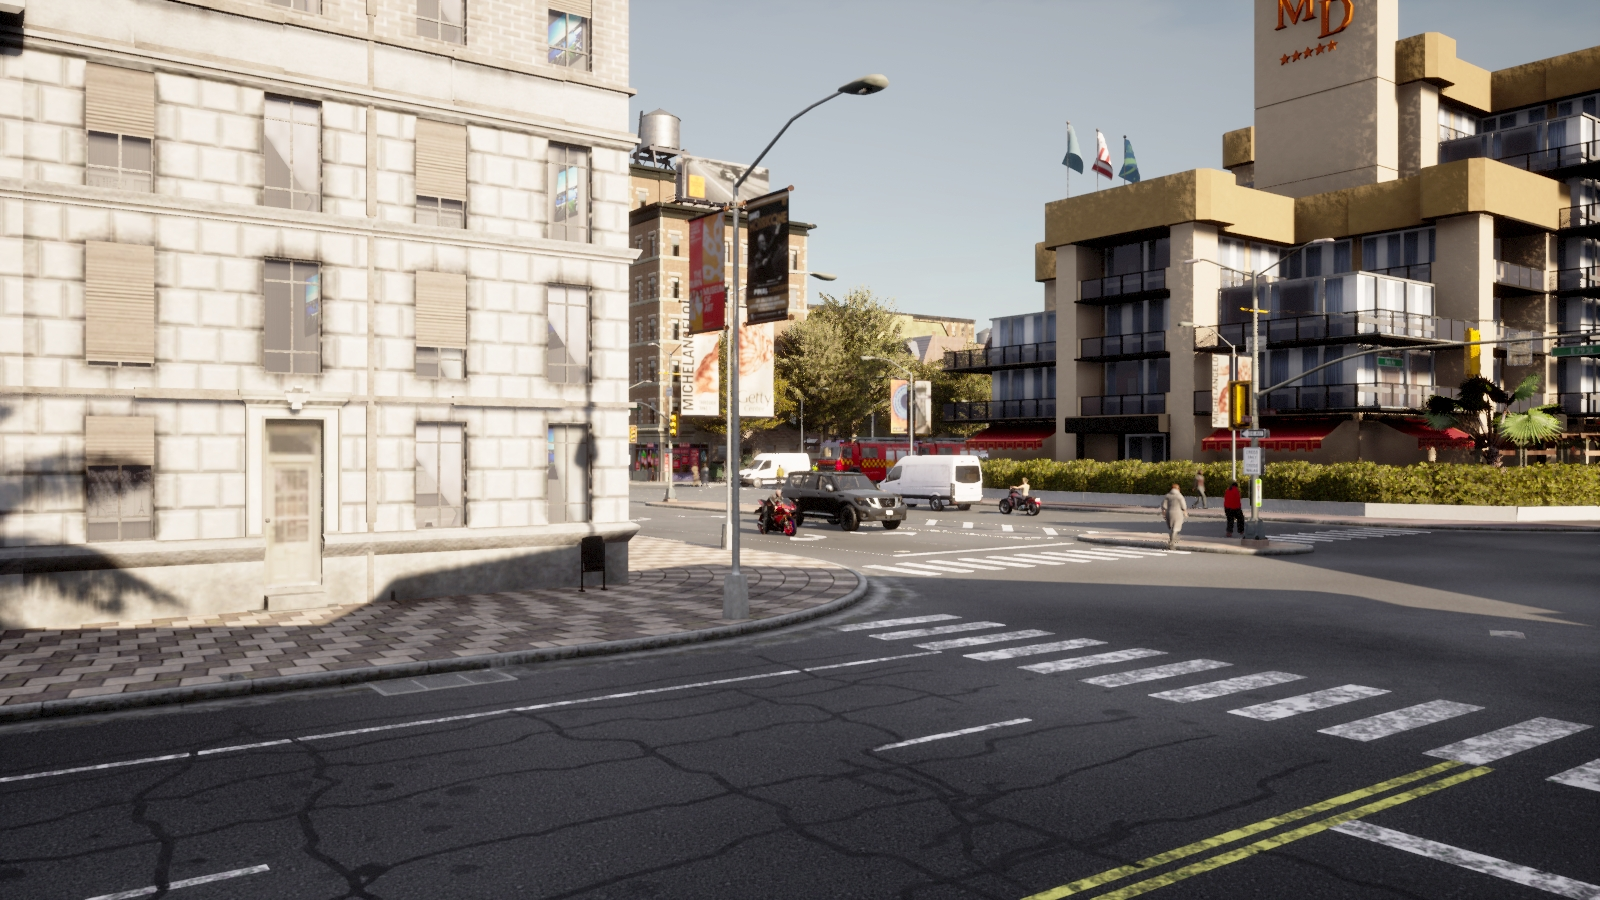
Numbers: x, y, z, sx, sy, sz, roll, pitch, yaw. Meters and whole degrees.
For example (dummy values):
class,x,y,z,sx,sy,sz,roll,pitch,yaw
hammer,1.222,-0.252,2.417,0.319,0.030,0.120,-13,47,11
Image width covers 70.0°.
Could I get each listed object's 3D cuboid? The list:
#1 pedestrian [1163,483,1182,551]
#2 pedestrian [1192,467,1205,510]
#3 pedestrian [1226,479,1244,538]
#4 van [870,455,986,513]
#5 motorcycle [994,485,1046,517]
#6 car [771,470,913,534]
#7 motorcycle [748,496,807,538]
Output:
class,x,y,z,sx,sy,sz,roll,pitch,yaw
pedestrian,10.362,1.849,31.786,0.375,1.860,0.375,0,0,44
pedestrian,17.587,1.696,50.385,0.375,1.860,0.375,0,0,-33
pedestrian,13.890,1.848,36.497,0.375,1.860,0.375,0,0,-36
van,5.947,1.534,54.072,1.988,2.561,5.915,0,0,-36
motorcycle,9.406,2.170,48.968,0.764,1.277,2.356,0,0,-34
car,1.410,1.779,41.176,2.150,2.045,5.566,0,0,-35
motorcycle,-0.756,2.205,37.717,0.867,1.251,2.209,0,0,-36
